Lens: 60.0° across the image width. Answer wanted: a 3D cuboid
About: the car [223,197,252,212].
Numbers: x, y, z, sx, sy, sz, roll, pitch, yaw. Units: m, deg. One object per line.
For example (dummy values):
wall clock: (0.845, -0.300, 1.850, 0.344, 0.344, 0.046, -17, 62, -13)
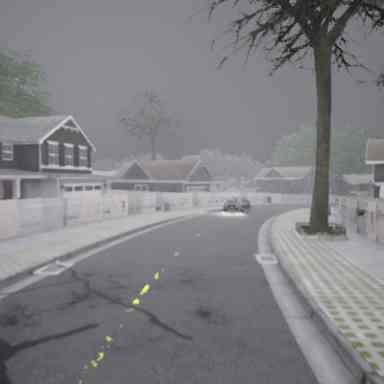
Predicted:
car: (4.470, 1.201, 32.581, 1.994, 1.385, 4.181, 1, 0, 24)
